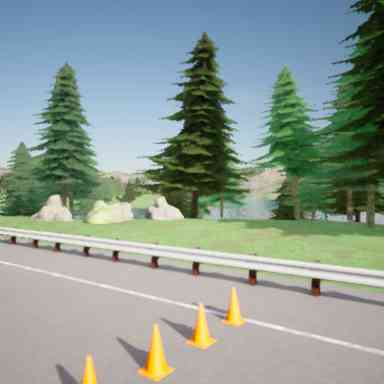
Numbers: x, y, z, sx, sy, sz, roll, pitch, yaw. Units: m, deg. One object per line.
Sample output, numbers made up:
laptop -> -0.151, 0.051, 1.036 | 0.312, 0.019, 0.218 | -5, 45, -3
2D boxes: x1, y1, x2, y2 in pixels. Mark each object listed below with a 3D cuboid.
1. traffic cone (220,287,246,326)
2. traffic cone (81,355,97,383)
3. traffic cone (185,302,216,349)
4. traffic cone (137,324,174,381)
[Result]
traffic cone -> 0.718, 1.958, 5.802 | 0.340, 0.580, 0.340 | 0, 0, 36
traffic cone -> -1.048, 1.959, 3.377 | 0.340, 0.580, 0.340 | 0, 0, 36
traffic cone -> 0.129, 1.959, 4.994 | 0.340, 0.580, 0.340 | 0, 0, 36
traffic cone -> -0.460, 1.959, 4.186 | 0.340, 0.580, 0.340 | 0, 0, 36
